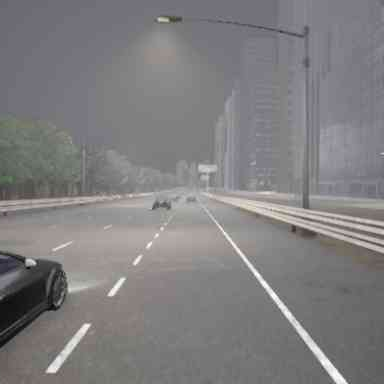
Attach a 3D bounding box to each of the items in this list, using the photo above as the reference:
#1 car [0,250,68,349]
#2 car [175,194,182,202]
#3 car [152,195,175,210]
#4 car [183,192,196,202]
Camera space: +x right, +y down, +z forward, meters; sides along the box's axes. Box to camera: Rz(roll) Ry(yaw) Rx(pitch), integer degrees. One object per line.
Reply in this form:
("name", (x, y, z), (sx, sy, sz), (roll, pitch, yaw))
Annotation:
("car", (-3.501, 1.545, 5.065), (1.994, 1.385, 4.181), (0, 0, 0))
("car", (-3.754, 1.298, 70.785), (2.128, 1.511, 4.902), (0, 0, 0))
("car", (-3.584, 1.221, 40.700), (2.097, 1.767, 4.553), (0, 0, 0))
("car", (-0.124, 1.276, 66.808), (2.128, 1.511, 4.902), (0, 0, 0))
